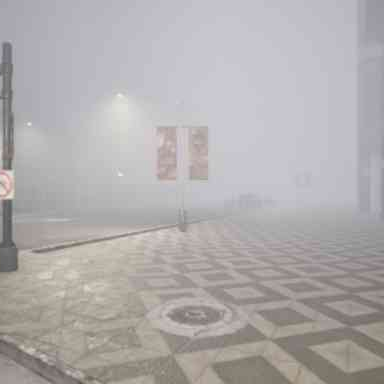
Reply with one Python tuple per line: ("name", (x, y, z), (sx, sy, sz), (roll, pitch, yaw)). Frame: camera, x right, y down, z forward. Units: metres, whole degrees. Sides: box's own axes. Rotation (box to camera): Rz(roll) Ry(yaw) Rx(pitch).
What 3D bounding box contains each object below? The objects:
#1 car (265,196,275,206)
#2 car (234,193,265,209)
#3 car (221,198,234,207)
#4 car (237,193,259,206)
("car", (12.531, 1.438, 55.276), (2.128, 1.511, 4.902), (0, 0, 26))
("car", (8.020, 1.179, 45.945), (2.150, 2.045, 5.566), (0, 0, 26))
("car", (5.966, 1.559, 49.161), (1.895, 1.301, 4.718), (0, 0, 27))
("car", (9.623, 1.170, 56.728), (2.150, 2.045, 5.566), (0, 0, 26))
